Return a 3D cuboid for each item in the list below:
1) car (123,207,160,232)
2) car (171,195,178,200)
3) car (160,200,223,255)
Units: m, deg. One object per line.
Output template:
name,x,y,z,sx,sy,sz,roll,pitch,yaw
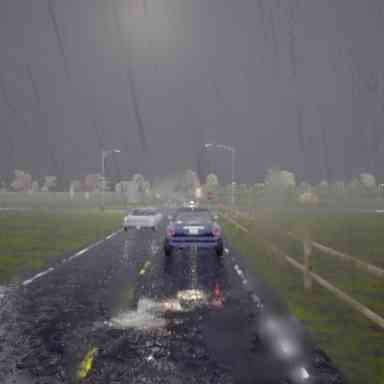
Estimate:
car,-2.941,1.634,20.463,1.895,1.301,4.718,0,0,0
car,-4.527,1.583,86.230,1.837,1.490,4.892,0,0,-2
car,0.045,1.375,13.577,2.097,1.767,4.553,0,0,0
